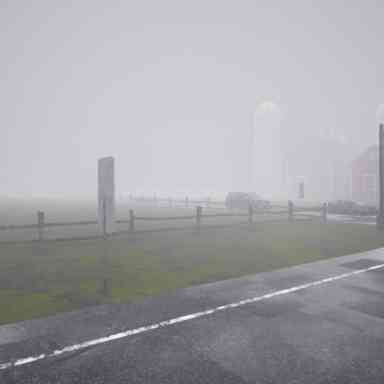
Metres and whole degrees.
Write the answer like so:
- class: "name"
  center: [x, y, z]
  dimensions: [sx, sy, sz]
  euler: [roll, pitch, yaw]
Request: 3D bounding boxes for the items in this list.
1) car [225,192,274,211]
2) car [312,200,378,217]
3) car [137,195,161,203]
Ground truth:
- class: "car"
  center: [5.781, 0.995, 34.276]
  dimensions: [2.150, 2.045, 5.566]
  euler: [-1, 1, -36]
- class: "car"
  center: [13.209, 1.382, 29.064]
  dimensions: [2.033, 1.411, 5.357]
  euler: [0, 1, -34]
- class: "car"
  center: [-6.616, 1.177, 51.523]
  dimensions: [1.895, 1.301, 4.718]
  euler: [-1, 1, -36]
